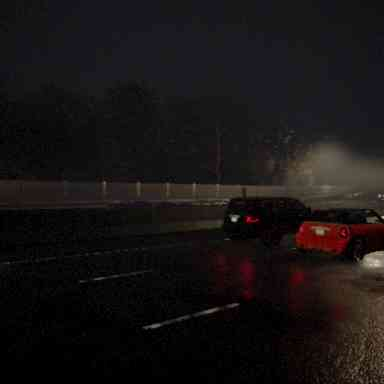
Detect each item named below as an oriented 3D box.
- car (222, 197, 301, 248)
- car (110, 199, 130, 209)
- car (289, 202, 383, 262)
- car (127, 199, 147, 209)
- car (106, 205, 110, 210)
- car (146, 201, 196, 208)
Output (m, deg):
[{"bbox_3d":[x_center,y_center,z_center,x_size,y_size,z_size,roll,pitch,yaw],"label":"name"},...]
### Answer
[{"bbox_3d":[3.902,1.225,15.131,5.566,2.045,2.150,0,0,-35],"label":"car"},{"bbox_3d":[-4.935,1.567,30.563,4.181,1.385,1.994,0,0,-35],"label":"car"},{"bbox_3d":[5.997,1.355,12.325,4.553,1.767,2.097,0,0,-36],"label":"car"},{"bbox_3d":[-2.668,1.530,27.871,4.674,1.442,1.812,0,0,-36],"label":"car"},{"bbox_3d":[-6.255,1.495,33.921,4.902,1.511,2.128,0,0,-35],"label":"car"},{"bbox_3d":[-0.924,1.568,24.827,4.181,1.385,1.994,0,0,-35],"label":"car"}]
